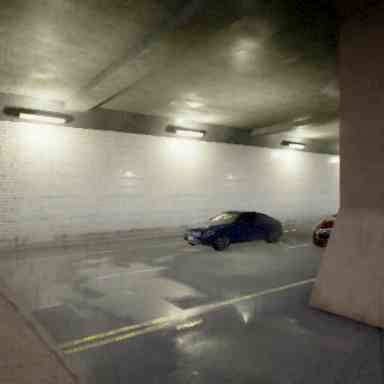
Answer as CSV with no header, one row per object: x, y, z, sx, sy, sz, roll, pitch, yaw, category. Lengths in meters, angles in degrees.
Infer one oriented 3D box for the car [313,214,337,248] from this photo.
6.833,1.289,13.162,4.553,1.767,2.097,0,0,-35,car

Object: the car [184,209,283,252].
1.858,1.481,13.914,4.674,1.442,1.812,0,0,-35,car
